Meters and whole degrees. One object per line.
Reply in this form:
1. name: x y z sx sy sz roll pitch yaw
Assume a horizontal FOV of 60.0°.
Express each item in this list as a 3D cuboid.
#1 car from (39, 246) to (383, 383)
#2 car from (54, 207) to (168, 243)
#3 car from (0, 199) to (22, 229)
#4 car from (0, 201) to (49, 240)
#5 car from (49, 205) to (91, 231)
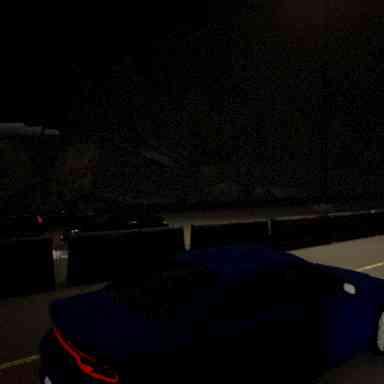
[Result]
1. car: 0.784 1.464 4.306 5.008 1.535 1.882 0 0 -36
2. car: -3.248 1.497 14.506 4.674 1.442 1.812 0 0 -35
3. car: -13.126 1.346 20.393 4.553 1.767 2.097 0 0 -35
4. car: -9.074 1.347 14.685 4.553 1.767 2.097 0 0 -35
5. car: -7.294 1.518 20.219 5.357 1.411 2.033 0 0 -35
